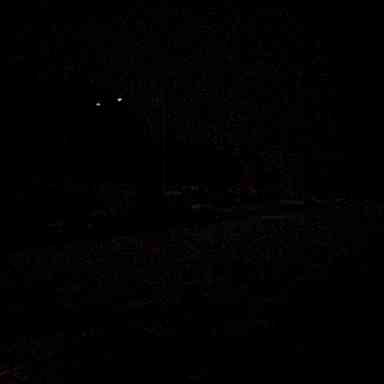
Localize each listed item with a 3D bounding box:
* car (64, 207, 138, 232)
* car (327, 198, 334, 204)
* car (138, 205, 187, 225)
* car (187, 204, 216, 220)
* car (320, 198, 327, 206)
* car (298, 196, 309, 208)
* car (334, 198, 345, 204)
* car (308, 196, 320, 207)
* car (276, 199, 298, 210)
[{"bbox_3d":[-5.850,1.646,20.816,2.008,1.369,4.403,0,0,35],"label":"car"},{"bbox_3d":[26.665,1.851,67.321,1.967,1.590,4.097,0,-1,35],"label":"car"},{"bbox_3d":[-2.598,1.685,25.467,1.947,1.339,4.313,0,0,35],"label":"car"},{"bbox_3d":[0.653,1.727,30.117,1.802,1.307,4.206,0,0,35],"label":"car"},{"bbox_3d":[23.414,1.953,62.670,1.802,1.307,4.206,0,-1,35],"label":"car"},{"bbox_3d":[16.814,1.822,53.230,1.752,1.417,4.829,0,-1,35],"label":"car"},{"bbox_3d":[33.071,2.019,76.482,1.752,1.417,4.829,-1,-1,35],"label":"car"},{"bbox_3d":[20.163,1.648,58.022,2.192,1.841,5.009,0,-1,35],"label":"car"},{"bbox_3d":[13.660,1.846,48.719,1.802,1.307,4.206,0,-1,35],"label":"car"}]
